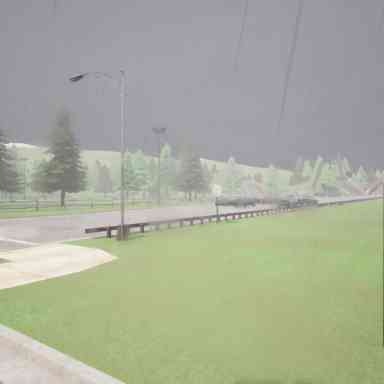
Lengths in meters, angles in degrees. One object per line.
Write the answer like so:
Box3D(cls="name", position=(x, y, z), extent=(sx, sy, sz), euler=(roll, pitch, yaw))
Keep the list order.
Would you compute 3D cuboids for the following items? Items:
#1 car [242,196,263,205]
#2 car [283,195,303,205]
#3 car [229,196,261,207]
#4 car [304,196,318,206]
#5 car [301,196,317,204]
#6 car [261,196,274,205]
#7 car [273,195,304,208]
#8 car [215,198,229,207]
Box3D(cls="car", position=(11.051, 1.478, 60.919), extent=(1.882, 1.535, 5.008), euler=(0, 0, 35))
Box3D(cls="car", position=(17.602, 1.352, 57.900), extent=(2.097, 1.767, 4.553), euler=(0, 0, 35))
Box3D(cls="car", position=(8.087, 1.491, 50.483), extent=(2.128, 1.511, 4.902), euler=(0, 0, 35))
Box3D(cls="car", position=(19.181, 1.505, 54.223), extent=(1.837, 1.490, 4.892), euler=(0, 0, 35))
Box3D(cls="car", position=(23.097, 1.526, 65.753), extent=(1.812, 1.442, 4.674), euler=(0, 0, 35))
Box3D(cls="car", position=(13.919, 1.492, 58.913), extent=(2.128, 1.511, 4.902), euler=(0, 0, 35))
Box3D(cls="car", position=(13.319, 1.505, 45.761), extent=(1.837, 1.490, 4.892), euler=(0, 0, 35))
Box3D(cls="car", position=(5.390, 1.564, 52.719), extent=(1.994, 1.385, 4.181), euler=(0, 0, 35))
